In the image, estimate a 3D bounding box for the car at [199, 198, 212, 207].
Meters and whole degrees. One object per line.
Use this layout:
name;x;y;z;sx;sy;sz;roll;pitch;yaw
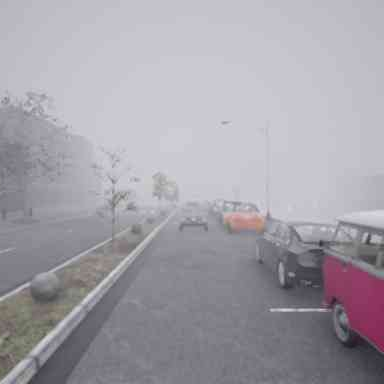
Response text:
car;2.641;1.968;64.452;2.097;1.535;5.008;0;-1;-2

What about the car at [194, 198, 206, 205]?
car;1.797;2.152;75.670;2.163;1.488;4.792;0;-1;-5

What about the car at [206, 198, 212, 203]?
car;2.995;1.561;36.902;2.185;1.767;4.553;0;0;0

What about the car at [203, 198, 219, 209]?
car;2.986;1.820;53.362;2.231;1.521;4.892;0;-1;0

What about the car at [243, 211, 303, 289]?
car;2.997;1.515;9.195;2.231;1.521;4.892;0;0;0

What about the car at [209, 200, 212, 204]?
car;2.995;1.688;31.408;2.002;1.452;4.674;0;0;0

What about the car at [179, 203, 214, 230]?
car;0.099;1.650;21.788;2.033;1.411;5.357;0;0;0

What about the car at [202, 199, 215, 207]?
car;2.873;1.931;58.908;2.002;1.452;4.674;0;-1;-1

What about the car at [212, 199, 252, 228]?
car;2.996;1.482;25.732;2.185;1.767;4.553;0;0;0

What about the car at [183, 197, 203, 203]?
car;0.102;1.743;41.480;1.837;1.490;4.892;0;-1;0

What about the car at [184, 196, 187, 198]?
car;-0.316;2.246;92.110;2.185;1.767;4.553;0;-1;-9

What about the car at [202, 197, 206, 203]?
car;2.995;1.767;47.842;2.231;1.521;4.892;0;0;0

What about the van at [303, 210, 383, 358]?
van;2.997;1.267;3.798;1.878;1.987;4.442;0;0;0

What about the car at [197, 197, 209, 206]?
car;2.293;1.918;69.966;2.185;1.767;4.553;0;-1;-4
